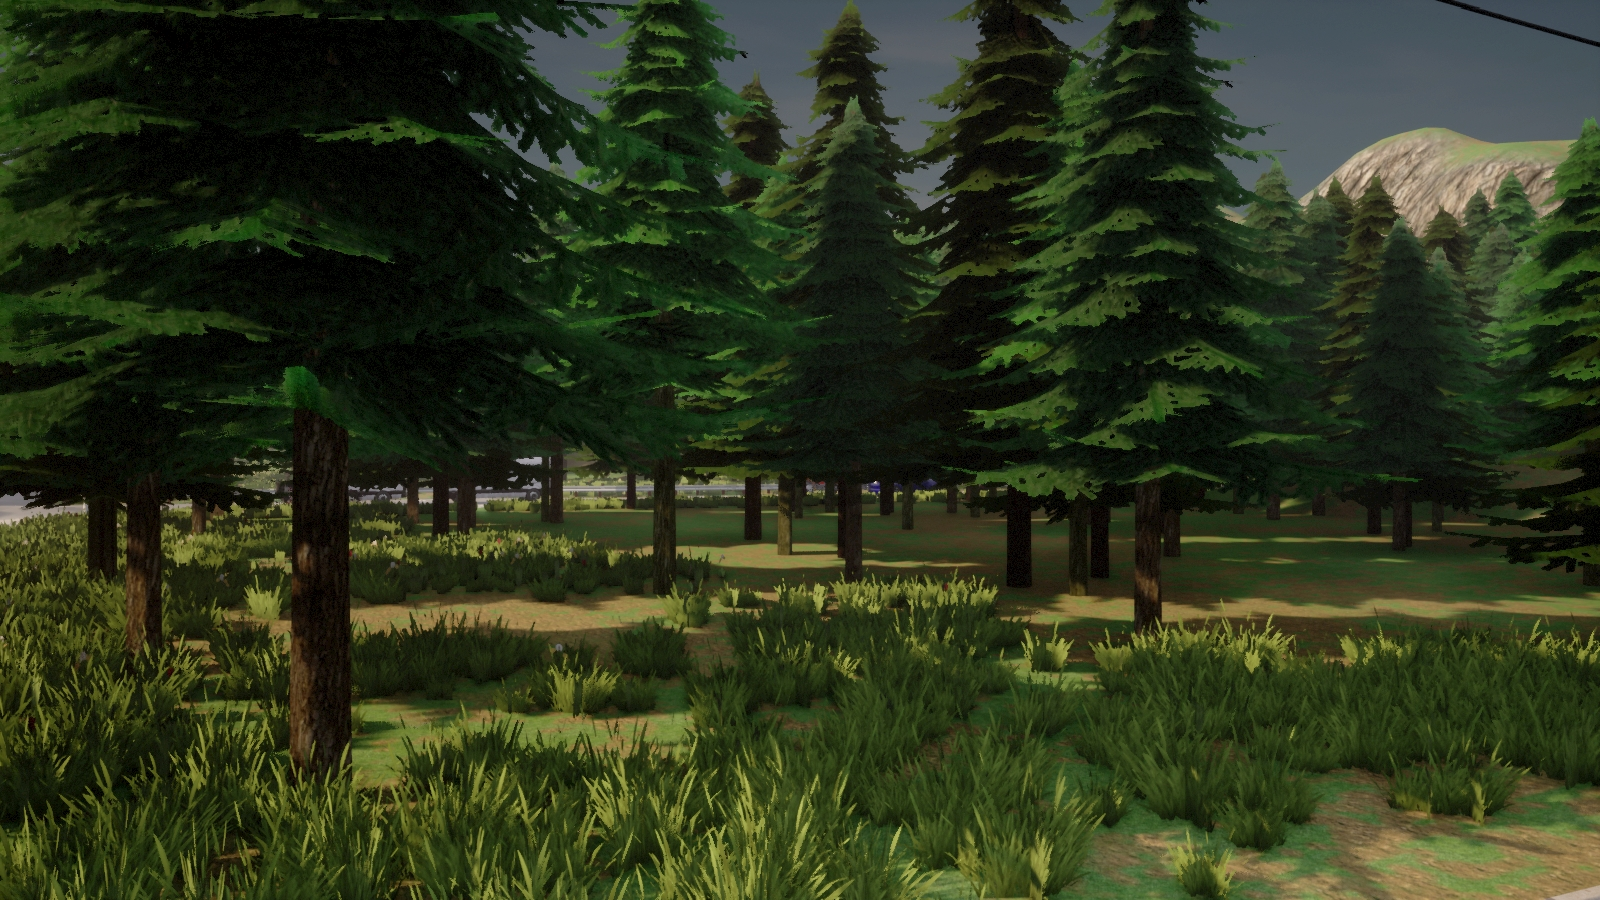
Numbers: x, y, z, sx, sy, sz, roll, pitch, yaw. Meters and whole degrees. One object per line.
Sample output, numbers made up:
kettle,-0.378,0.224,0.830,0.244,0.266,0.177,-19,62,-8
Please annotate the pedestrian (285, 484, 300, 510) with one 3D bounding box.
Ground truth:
pedestrian,-21.970,2.050,49.490,0.500,1.100,0.500,0,0,-13
